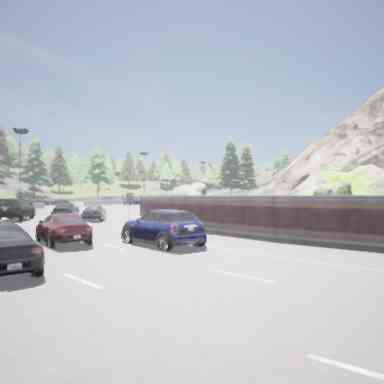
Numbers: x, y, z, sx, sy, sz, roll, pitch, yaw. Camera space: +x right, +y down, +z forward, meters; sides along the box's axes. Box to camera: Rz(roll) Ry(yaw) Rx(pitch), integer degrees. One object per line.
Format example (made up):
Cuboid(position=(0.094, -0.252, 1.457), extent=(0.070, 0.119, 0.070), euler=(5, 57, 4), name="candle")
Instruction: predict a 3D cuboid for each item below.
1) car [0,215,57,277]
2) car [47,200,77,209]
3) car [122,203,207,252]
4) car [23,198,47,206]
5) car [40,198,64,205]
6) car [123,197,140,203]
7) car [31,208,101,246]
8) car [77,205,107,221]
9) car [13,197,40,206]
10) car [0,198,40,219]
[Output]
Cuboid(position=(-5.805, 1.647, 9.754), extent=(1.812, 1.442, 4.674), euler=(1, -1, -42), name="car")
Cuboid(position=(-13.011, 1.912, 34.525), extent=(1.837, 1.490, 4.892), euler=(-1, 1, -6), name="car")
Cuboid(position=(-1.412, 1.582, 15.395), extent=(2.097, 1.767, 4.553), euler=(1, -1, -40), name="car")
Cuboid(position=(-31.622, 2.013, 67.237), extent=(1.994, 1.385, 4.181), euler=(0, 0, 23), name="car")
Cuboid(position=(-27.576, 1.993, 67.643), extent=(2.033, 1.411, 5.357), euler=(0, 0, 23), name="car")
Cuboid(position=(-12.010, 1.744, 67.727), extent=(2.097, 1.767, 4.553), euler=(0, 0, 26), name="car")
Cuboid(position=(-6.119, 1.735, 15.806), extent=(1.812, 1.442, 4.674), euler=(0, -1, -35), name="car")
Cuboid(position=(-9.257, 1.971, 31.797), extent=(2.033, 1.411, 5.357), euler=(0, -1, -9), name="car")
Cuboid(position=(-34.503, 1.944, 69.344), extent=(1.882, 1.535, 5.008), euler=(0, 0, 23), name="car")
Cuboid(position=(-16.008, 1.588, 30.318), extent=(2.150, 2.045, 5.566), euler=(0, 0, -11), name="car")
